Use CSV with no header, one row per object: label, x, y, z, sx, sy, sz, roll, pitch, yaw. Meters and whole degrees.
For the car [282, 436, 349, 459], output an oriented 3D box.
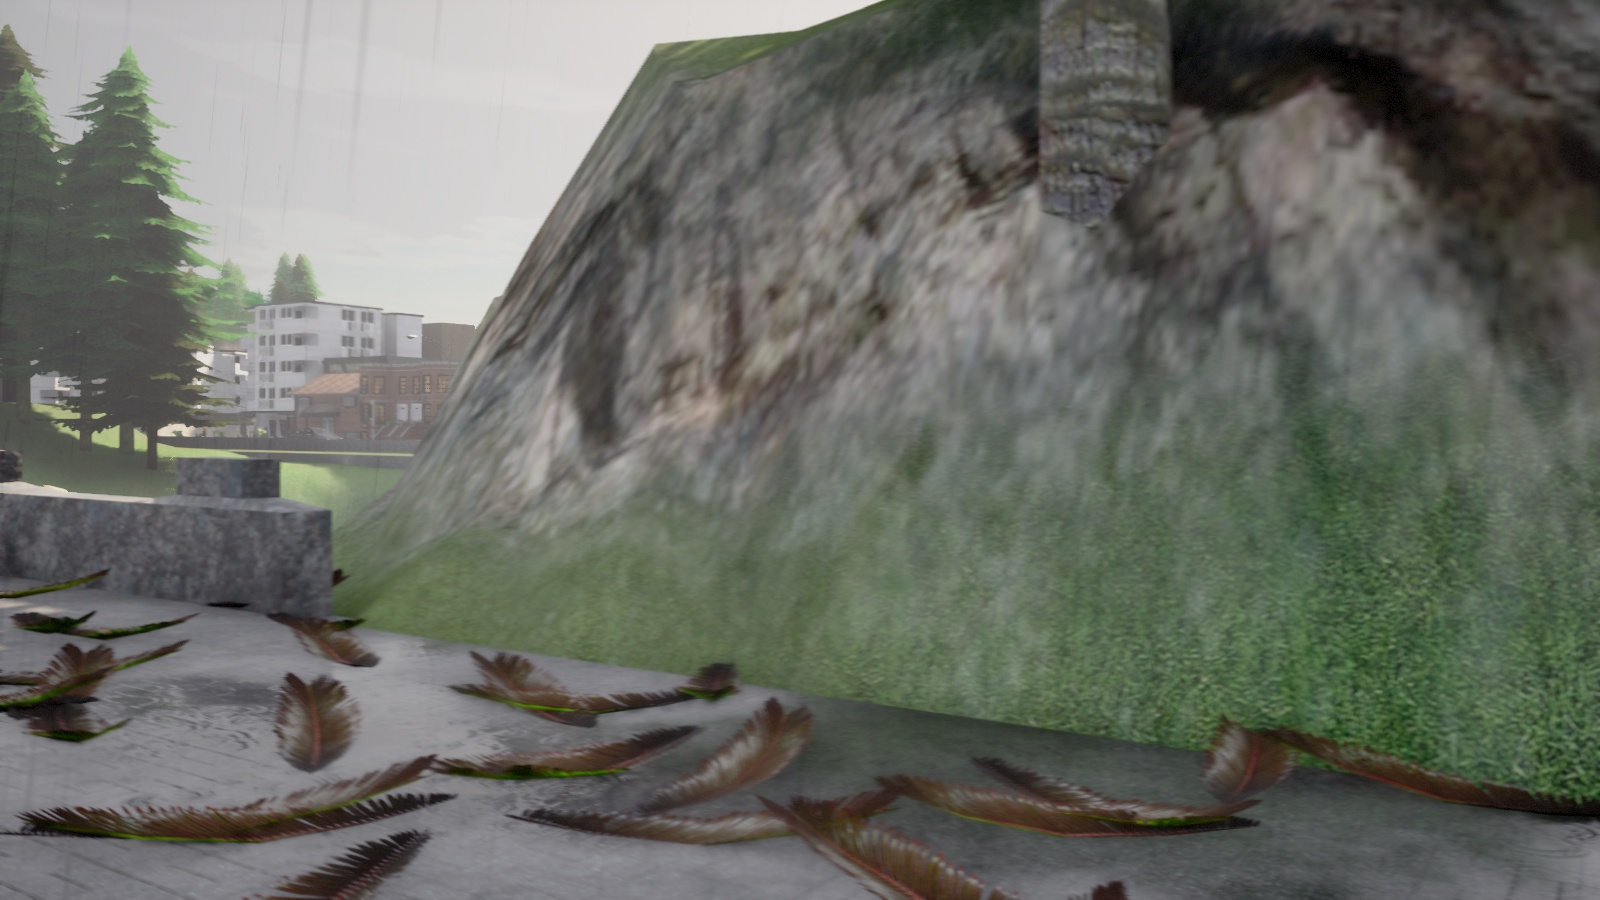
car,-33.039,-0.192,85.674,4.514,1.525,2.007,0,1,34
